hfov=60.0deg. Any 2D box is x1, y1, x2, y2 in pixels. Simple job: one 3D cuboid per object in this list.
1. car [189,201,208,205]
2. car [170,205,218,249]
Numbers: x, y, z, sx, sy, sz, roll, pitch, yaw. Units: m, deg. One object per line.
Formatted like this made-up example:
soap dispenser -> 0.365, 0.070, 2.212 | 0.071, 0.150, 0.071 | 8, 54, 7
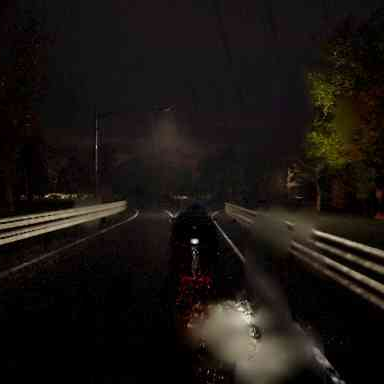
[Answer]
car -> 0.642, 1.616, 33.968 | 1.812, 1.442, 4.674 | 0, 0, 6
car -> 0.106, 1.556, 14.741 | 1.837, 1.490, 4.892 | 0, 0, 0
